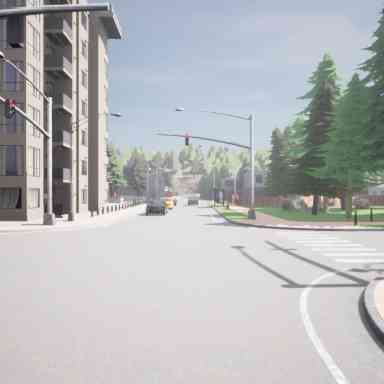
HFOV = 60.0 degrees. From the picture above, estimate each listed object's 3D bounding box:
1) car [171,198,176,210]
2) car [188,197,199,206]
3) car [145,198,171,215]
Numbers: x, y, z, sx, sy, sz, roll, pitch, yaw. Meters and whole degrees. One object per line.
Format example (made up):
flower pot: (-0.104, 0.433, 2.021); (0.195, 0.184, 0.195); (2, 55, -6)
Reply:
car: (-3.447, 1.478, 43.469); (1.882, 1.535, 5.008); (0, 0, 0)
car: (0.185, 1.547, 55.689); (2.033, 1.411, 5.357); (0, 0, 0)
car: (-3.489, 1.478, 33.508); (1.882, 1.535, 5.008); (0, 0, 0)
